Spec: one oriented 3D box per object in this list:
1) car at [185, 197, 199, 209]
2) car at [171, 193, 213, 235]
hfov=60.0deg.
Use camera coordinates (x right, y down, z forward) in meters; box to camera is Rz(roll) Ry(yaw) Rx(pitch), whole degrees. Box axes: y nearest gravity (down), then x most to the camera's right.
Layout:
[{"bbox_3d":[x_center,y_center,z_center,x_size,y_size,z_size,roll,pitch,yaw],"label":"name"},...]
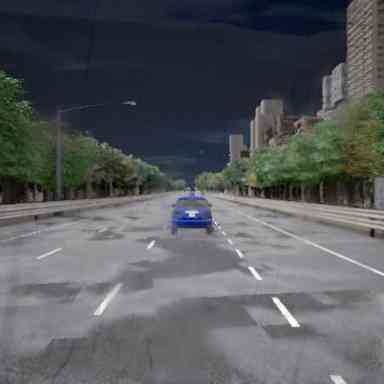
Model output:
[{"bbox_3d":[-0.003,1.562,48.377,1.837,1.490,4.892,0,0,0],"label":"car"},{"bbox_3d":[0.000,1.250,19.286,2.150,2.045,5.566,0,0,0],"label":"car"}]
